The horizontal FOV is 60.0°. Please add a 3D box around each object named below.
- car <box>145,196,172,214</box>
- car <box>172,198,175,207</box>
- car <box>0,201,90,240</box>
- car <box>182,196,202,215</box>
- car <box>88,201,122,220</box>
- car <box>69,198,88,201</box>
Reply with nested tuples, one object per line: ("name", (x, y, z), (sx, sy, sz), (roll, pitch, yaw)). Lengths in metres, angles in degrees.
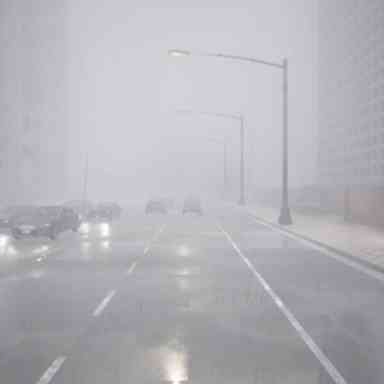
("car", (-3.494, 1.385, 33.200), (2.128, 1.511, 4.902), (0, 0, 0))
("car", (-3.466, 1.341, 46.546), (2.128, 1.511, 4.902), (0, 0, 1))
("car", (-7.096, 1.437, 16.718), (2.128, 1.511, 4.902), (0, 0, 0))
("car", (0.002, 1.442, 32.723), (2.033, 1.411, 5.357), (0, 0, 0))
("car", (-7.078, 1.513, 27.042), (1.895, 1.301, 4.718), (0, 0, 0))
("car", (-10.554, 1.378, 30.571), (1.882, 1.535, 5.008), (0, 0, 0))
